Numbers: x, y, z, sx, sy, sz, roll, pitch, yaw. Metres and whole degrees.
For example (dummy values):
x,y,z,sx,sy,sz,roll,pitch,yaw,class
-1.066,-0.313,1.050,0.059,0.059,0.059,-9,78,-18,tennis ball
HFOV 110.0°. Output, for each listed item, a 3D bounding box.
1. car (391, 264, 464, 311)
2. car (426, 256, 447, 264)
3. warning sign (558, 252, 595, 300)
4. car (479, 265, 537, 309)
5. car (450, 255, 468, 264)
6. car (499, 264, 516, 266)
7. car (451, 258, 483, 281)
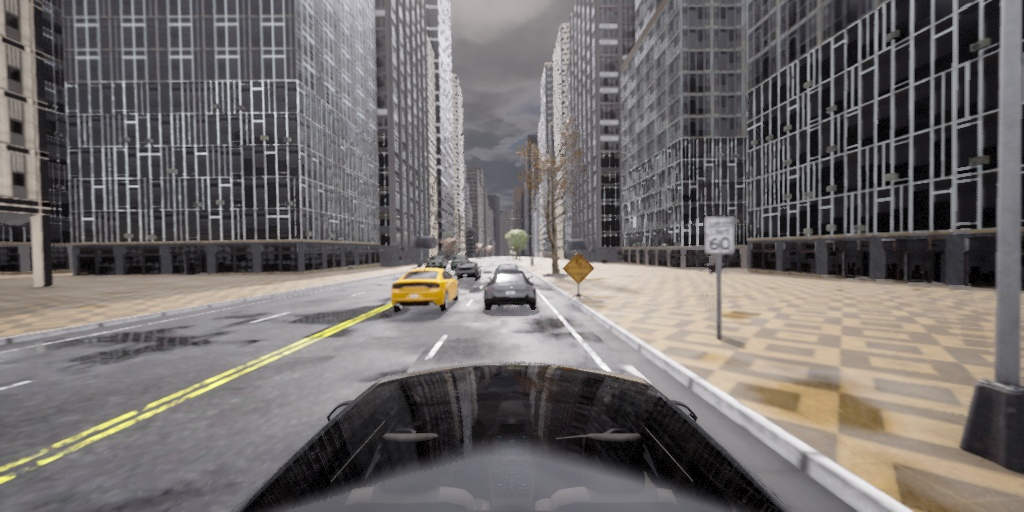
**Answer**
x,y,z,sx,sy,sz,roll,pitch,yaw,class
-3.331,1.237,14.561,1.882,1.535,5.008,-1,-1,-1,car
-10.601,0.969,50.990,2.150,2.045,5.566,-1,0,-1,car
2.708,0.778,14.637,1.300,1.860,1.060,0,0,-1,warning sign
-0.080,1.269,14.691,1.994,1.385,4.181,-1,0,-1,car
-7.355,0.917,51.096,2.150,2.045,5.566,-1,0,-1,car
-0.318,1.264,28.268,1.895,1.301,4.718,-1,0,-1,car
-3.588,1.216,29.806,1.837,1.490,4.892,-1,1,-1,car
